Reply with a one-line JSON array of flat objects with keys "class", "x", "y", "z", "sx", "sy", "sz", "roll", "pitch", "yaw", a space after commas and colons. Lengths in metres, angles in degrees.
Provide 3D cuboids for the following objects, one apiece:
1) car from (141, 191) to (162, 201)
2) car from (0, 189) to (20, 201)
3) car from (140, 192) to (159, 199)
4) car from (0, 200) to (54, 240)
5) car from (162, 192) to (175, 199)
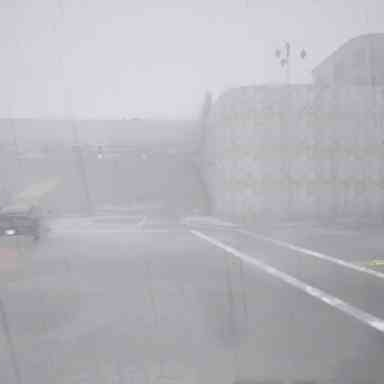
[{"class": "car", "x": -7.134, "y": 0.620, "z": 58.264, "sx": 2.097, "sy": 1.767, "sz": 4.553, "roll": 0, "pitch": 1, "yaw": 3}, {"class": "car", "x": -15.977, "y": 0.804, "z": 27.340, "sx": 2.150, "sy": 2.045, "sz": 5.566, "roll": 0, "pitch": 1, "yaw": -3}, {"class": "car", "x": -8.704, "y": 0.707, "z": 68.061, "sx": 1.994, "sy": 1.385, "sz": 4.181, "roll": 1, "pitch": 1, "yaw": 22}, {"class": "car", "x": -7.623, "y": 1.266, "z": 15.150, "sx": 1.837, "sy": 1.490, "sz": 4.892, "roll": -1, "pitch": 1, "yaw": -15}, {"class": "car", "x": -5.016, "y": 0.691, "z": 67.994, "sx": 1.812, "sy": 1.442, "sz": 4.674, "roll": 1, "pitch": 1, "yaw": 22}]
